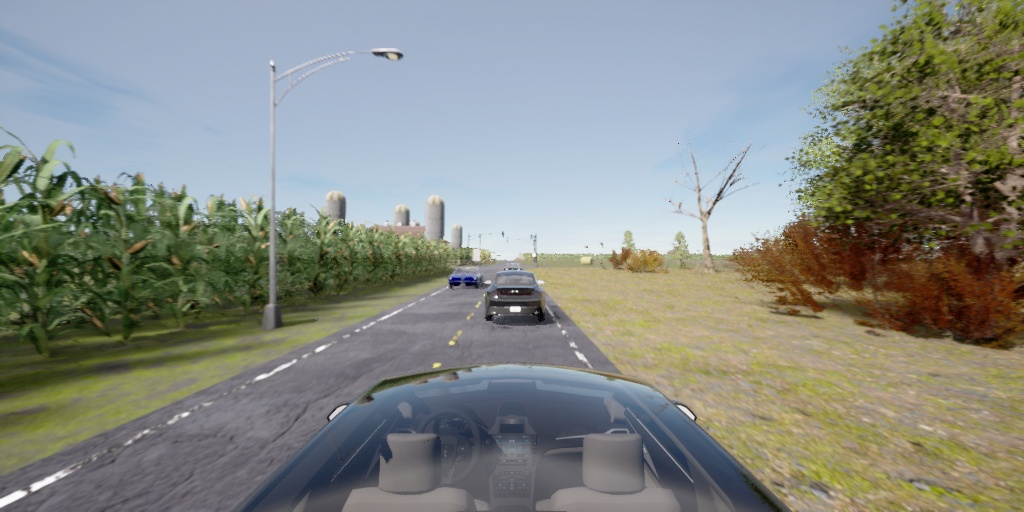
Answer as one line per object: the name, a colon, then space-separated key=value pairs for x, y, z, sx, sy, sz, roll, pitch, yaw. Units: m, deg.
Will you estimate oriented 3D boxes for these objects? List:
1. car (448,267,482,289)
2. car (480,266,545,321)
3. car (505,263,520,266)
car: x=-2.861 y=1.366 z=23.003 sx=1.895 sy=1.301 sz=4.718 roll=0 pitch=0 yaw=0
car: x=0.095 y=1.261 z=12.562 sx=1.837 sy=1.490 sz=4.892 roll=0 pitch=0 yaw=0
car: x=0.084 y=1.384 z=37.481 sx=1.895 sy=1.301 sz=4.718 roll=0 pitch=0 yaw=0
